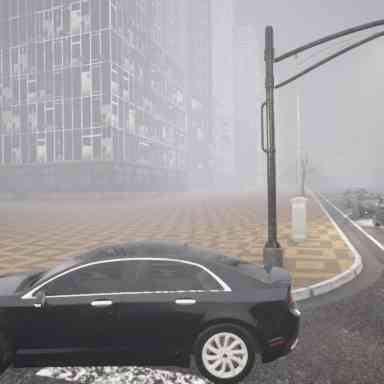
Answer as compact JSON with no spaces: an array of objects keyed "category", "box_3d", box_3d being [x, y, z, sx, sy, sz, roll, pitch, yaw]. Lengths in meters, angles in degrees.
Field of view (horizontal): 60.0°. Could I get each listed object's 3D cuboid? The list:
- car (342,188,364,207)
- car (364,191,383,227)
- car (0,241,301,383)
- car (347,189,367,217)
[{"category":"car","box_3d":[13.213,0.453,26.688,2.128,1.511,4.902,-1,2,18]},{"category":"car","box_3d":[9.073,0.934,14.194,2.128,1.511,4.902,-1,2,18]},{"category":"car","box_3d":[-1.004,1.505,4.746,4.892,1.490,1.837,0,0,0]},{"category":"car","box_3d":[11.196,0.759,20.631,1.994,1.385,4.181,-1,2,17]}]
